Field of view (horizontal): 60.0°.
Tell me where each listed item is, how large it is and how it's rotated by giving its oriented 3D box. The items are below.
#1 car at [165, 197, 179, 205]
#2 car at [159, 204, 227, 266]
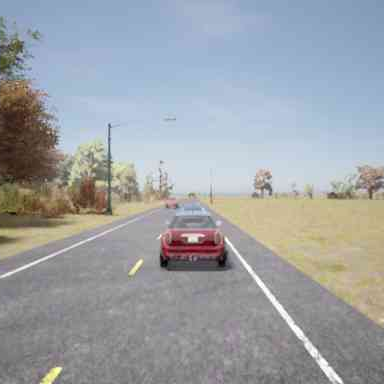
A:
[{"bbox_3d":[-3.539,1.846,58.540,2.150,2.045,5.566,0,0,1],"label":"car"},{"bbox_3d":[0.046,1.483,12.202,2.097,1.767,4.553,0,-1,0],"label":"car"}]
